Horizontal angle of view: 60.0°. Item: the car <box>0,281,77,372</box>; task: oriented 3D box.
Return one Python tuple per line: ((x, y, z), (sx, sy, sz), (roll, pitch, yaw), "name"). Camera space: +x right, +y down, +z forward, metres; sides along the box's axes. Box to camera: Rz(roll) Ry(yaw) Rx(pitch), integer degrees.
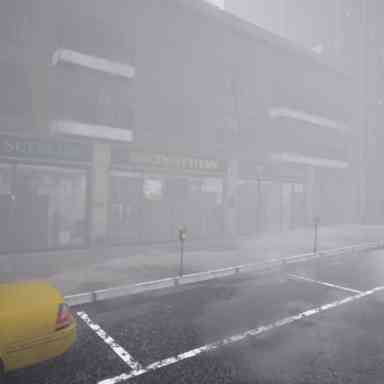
((-3.764, 1.525, 3.386), (4.829, 1.417, 1.752), (0, 2, -35), "car")
